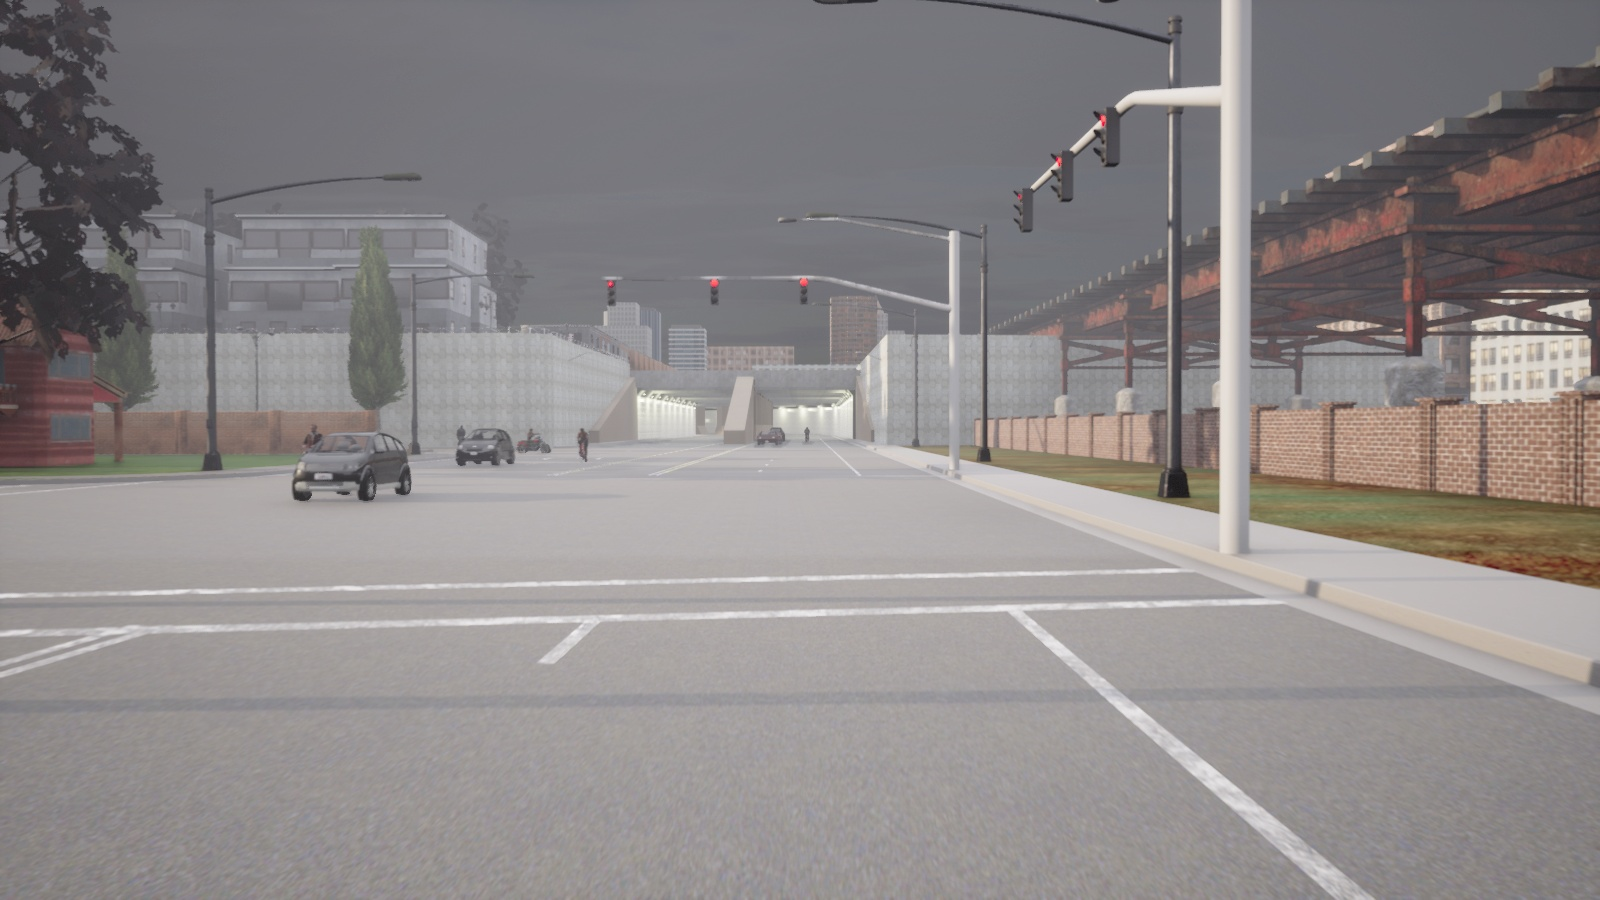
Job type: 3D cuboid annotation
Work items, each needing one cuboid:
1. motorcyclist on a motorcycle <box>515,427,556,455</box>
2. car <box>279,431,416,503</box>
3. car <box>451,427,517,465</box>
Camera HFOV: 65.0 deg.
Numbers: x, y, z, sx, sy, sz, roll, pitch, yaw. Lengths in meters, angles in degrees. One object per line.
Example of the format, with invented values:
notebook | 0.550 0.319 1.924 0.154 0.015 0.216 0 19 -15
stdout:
motorcyclist on a motorcycle | -16.161 -0.559 76.706 2.350 1.649 0.766 1 3 21
car | -10.323 0.344 28.922 1.789 1.549 3.705 0 1 0
car | -13.679 -0.201 54.532 1.851 1.617 3.988 0 1 0
